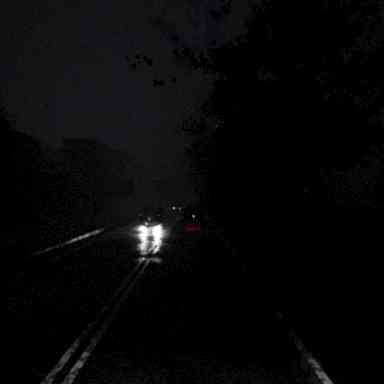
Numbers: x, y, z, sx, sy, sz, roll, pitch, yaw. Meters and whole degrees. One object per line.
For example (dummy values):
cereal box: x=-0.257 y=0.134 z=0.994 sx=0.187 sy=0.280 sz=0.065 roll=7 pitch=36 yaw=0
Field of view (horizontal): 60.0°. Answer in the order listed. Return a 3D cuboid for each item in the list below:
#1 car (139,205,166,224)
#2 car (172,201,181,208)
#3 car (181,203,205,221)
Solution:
car: x=-3.306 y=1.877 z=28.311 sx=2.128 sy=1.511 sz=4.902 roll=0 pitch=-1 yaw=0
car: x=-3.106 y=2.514 z=70.241 sx=2.033 sy=1.411 sz=5.357 roll=0 pitch=-1 yaw=0
car: x=0.151 y=1.946 z=32.049 sx=1.837 sy=1.490 sz=4.892 roll=0 pitch=-1 yaw=0
